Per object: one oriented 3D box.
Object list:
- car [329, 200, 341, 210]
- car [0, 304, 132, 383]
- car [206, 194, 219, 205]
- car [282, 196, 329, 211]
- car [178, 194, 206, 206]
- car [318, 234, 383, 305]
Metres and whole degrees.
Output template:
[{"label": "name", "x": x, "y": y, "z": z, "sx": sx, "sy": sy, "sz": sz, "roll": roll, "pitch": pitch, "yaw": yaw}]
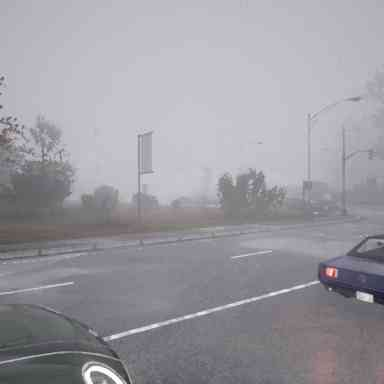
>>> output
[{"label": "car", "x": 14.407, "y": 1.244, "z": 37.932, "sx": 2.128, "sy": 1.511, "sz": 4.902, "roll": -1, "pitch": 0, "yaw": -39}, {"label": "car", "x": -2.576, "y": 1.352, "z": 1.887, "sx": 4.553, "sy": 1.767, "sz": 2.097, "roll": 0, "pitch": 0, "yaw": -36}, {"label": "car", "x": 2.295, "y": 1.114, "z": 53.089, "sx": 2.097, "sy": 1.767, "sz": 4.553, "roll": -1, "pitch": 0, "yaw": -39}, {"label": "car", "x": 11.686, "y": 1.288, "z": 35.698, "sx": 1.837, "sy": 1.490, "sz": 4.892, "roll": -1, "pitch": 0, "yaw": -38}, {"label": "car", "x": -0.582, "y": 1.298, "z": 51.083, "sx": 1.837, "sy": 1.490, "sz": 4.892, "roll": -1, "pitch": 0, "yaw": -39}, {"label": "car", "x": 4.896, "y": 1.572, "z": 7.224, "sx": 4.718, "sy": 1.301, "sz": 1.895, "roll": 0, "pitch": 0, "yaw": -35}]
